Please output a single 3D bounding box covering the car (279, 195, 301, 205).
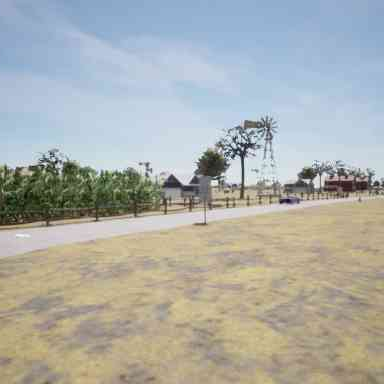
[{"bbox_3d":[14.585,1.143,49.359,1.895,1.301,4.718,0,0,35],"label":"car"}]
